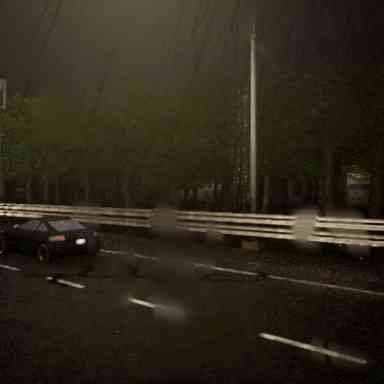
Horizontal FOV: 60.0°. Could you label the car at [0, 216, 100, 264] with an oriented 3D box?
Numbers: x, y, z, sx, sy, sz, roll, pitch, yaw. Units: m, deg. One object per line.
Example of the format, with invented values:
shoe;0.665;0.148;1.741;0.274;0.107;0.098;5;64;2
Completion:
car;-5.217;1.568;11.898;4.181;1.385;1.994;0;0;36
